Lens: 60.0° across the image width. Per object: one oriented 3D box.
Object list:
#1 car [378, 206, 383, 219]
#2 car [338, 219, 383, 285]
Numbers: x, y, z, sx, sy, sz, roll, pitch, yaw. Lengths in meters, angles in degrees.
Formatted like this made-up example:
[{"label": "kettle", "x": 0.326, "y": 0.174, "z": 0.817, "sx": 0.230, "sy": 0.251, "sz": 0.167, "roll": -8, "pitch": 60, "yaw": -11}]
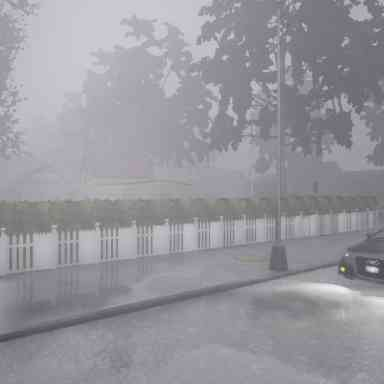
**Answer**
[{"label": "car", "x": 16.042, "y": 1.601, "z": 25.445, "sx": 1.895, "sy": 1.301, "sz": 4.718, "roll": 0, "pitch": 0, "yaw": -40}, {"label": "car", "x": 5.687, "y": 1.564, "z": 8.652, "sx": 4.181, "sy": 1.385, "sz": 1.994, "roll": 0, "pitch": 0, "yaw": -35}]
